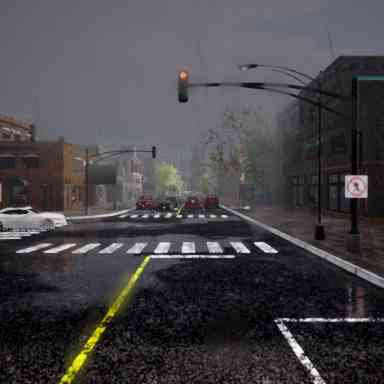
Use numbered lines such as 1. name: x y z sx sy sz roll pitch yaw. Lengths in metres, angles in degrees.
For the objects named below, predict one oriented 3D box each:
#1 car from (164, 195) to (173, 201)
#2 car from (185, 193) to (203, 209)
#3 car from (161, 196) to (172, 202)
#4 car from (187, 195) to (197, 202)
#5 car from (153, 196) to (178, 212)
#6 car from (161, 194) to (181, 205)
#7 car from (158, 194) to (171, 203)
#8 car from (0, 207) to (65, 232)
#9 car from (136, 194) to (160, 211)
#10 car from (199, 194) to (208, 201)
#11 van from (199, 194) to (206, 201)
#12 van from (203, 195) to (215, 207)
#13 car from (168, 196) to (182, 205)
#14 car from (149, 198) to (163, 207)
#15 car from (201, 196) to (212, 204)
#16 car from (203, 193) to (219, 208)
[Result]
1. car: -5.670 1.519 80.217 1.887 1.381 4.507 -1 0 0
2. car: 0.106 1.339 45.952 2.097 1.767 4.553 0 0 0
3. car: -5.672 1.543 74.673 1.947 1.339 4.313 -1 0 0
4. car: 0.025 1.517 74.868 2.033 1.411 5.357 0 0 0
5. car: -3.084 1.553 38.861 1.994 1.385 4.181 0 0 0
6. car: -3.055 1.463 48.661 1.882 1.535 5.008 0 0 0
7. car: -5.675 1.294 69.129 2.192 1.841 5.009 -1 0 0
8. car: -10.498 1.658 20.996 4.674 1.442 1.812 -1 1 -8
9. car: -5.683 1.303 41.409 2.192 1.841 5.009 -1 0 0
10. car: 2.709 1.415 80.215 1.967 1.590 4.097 -1 0 0
11. van: 2.710 1.314 85.759 1.690 1.788 3.998 -1 0 0
12. van: 2.701 1.326 52.495 1.690 1.788 3.998 -1 0 0
13. car: -2.986 1.474 58.792 2.128 1.511 4.902 0 0 0
14. car: -5.678 1.567 52.497 1.802 1.307 4.206 -1 0 0
15. car: 2.706 1.532 63.583 2.008 1.369 4.403 -1 0 0
16. car: 2.699 1.301 46.951 2.192 1.841 5.009 -1 0 0
